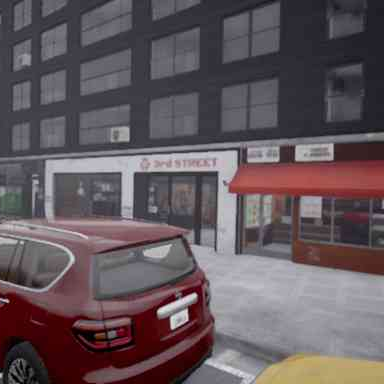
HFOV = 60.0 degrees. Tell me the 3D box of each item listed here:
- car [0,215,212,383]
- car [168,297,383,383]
[{"bbox_3d":[-2.061,1.249,4.554,5.009,1.841,2.192,1,1,36],"label":"car"},{"bbox_3d":[2.339,1.544,1.403,4.829,1.417,1.752,1,1,36],"label":"car"}]
